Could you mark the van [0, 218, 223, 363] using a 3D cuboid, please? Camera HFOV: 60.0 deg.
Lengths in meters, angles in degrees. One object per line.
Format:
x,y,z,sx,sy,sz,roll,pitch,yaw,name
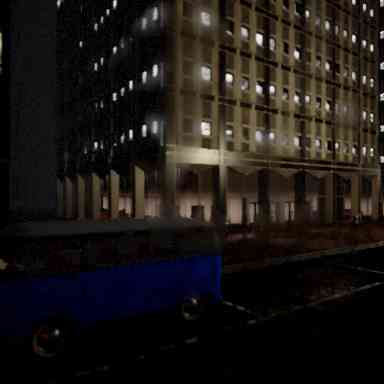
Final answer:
-1.345,1.363,5.615,3.998,1.788,1.690,1,-1,-36,van
